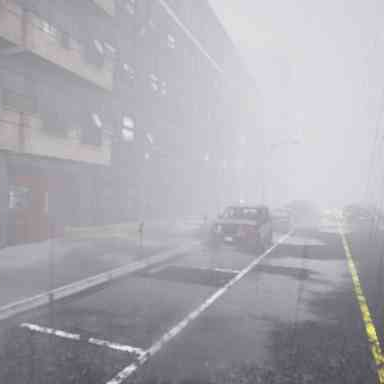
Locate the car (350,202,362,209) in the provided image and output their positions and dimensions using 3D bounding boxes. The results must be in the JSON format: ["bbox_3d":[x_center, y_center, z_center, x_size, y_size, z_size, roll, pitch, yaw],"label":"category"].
[{"bbox_3d":[34.188,2.883,69.385,1.802,1.307,4.206,1,-1,23],"label":"car"}]

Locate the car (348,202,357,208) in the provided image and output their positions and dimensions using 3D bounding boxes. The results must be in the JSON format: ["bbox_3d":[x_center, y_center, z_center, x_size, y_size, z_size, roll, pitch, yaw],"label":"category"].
[{"bbox_3d":[38.571,3.083,79.886,1.802,1.307,4.206,1,-1,23],"label":"car"}]

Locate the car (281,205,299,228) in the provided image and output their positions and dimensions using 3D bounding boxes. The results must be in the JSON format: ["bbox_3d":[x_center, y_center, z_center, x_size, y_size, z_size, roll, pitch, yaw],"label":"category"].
[{"bbox_3d":[6.735,1.901,25.363,2.008,1.369,4.403,1,0,23],"label":"car"}]

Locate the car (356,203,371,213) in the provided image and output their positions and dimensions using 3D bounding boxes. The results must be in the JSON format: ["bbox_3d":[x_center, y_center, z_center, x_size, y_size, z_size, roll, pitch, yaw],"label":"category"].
[{"bbox_3d":[27.615,2.549,53.634,1.887,1.381,4.507,1,-1,23],"label":"car"}]

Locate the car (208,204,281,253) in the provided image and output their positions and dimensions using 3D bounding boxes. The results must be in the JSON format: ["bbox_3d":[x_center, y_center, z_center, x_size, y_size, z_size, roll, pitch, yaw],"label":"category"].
[{"bbox_3d":[2.357,1.489,14.864,2.192,1.841,5.009,1,0,23],"label":"car"}]

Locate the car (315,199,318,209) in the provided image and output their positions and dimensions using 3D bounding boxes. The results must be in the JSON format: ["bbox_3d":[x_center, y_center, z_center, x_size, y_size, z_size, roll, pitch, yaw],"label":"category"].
[{"bbox_3d":[22.010,2.521,61.958,1.752,1.417,4.829,1,-1,23],"label":"car"}]

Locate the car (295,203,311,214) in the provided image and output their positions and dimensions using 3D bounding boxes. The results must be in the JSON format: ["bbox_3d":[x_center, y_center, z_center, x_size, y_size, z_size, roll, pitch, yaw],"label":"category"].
[{"bbox_3d":[15.436,2.234,46.209,1.752,1.417,4.829,1,-1,23],"label":"car"}]

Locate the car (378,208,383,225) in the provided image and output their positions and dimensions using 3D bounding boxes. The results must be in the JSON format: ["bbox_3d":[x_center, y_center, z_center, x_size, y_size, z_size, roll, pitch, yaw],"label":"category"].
[{"bbox_3d":[16.661,1.982,27.383,1.967,1.590,4.097,1,0,23],"label":"car"}]

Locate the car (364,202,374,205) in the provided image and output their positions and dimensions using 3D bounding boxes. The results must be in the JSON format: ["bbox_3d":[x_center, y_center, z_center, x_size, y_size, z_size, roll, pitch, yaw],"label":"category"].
[{"bbox_3d":[23.232,2.397,43.134,1.802,1.307,4.206,1,-1,23],"label":"car"}]

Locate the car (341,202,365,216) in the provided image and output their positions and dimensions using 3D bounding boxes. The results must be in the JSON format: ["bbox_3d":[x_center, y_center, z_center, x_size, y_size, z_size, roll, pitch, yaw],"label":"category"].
[{"bbox_3d":[18.436,2.160,38.502,1.882,1.535,5.008,1,0,23],"label":"car"}]

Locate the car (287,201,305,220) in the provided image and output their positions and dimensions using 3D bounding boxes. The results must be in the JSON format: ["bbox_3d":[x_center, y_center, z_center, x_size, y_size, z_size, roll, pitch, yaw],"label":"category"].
[{"bbox_3d":[8.930,1.878,30.615,1.967,1.590,4.097,1,0,23],"label":"car"}]

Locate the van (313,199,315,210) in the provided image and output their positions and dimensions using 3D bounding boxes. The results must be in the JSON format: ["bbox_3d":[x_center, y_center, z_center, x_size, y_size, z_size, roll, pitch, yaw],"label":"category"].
[{"bbox_3d":[17.697,2.146,51.615,1.690,1.788,3.998,1,-1,23],"label":"van"}]

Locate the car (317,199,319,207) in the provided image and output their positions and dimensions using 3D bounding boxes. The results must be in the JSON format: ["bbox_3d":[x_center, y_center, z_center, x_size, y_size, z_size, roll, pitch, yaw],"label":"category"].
[{"bbox_3d":[24.265,2.679,67.366,1.802,1.307,4.206,1,-1,23],"label":"car"}]

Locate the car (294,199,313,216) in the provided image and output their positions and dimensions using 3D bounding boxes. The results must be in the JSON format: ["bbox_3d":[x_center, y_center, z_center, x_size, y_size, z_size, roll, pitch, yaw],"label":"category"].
[{"bbox_3d":[13.315,1.933,41.116,2.192,1.841,5.009,1,0,23],"label":"car"}]

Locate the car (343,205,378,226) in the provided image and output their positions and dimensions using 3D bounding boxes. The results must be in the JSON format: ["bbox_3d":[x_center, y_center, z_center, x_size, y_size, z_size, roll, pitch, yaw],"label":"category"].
[{"bbox_3d":[14.192,2.072,28.268,1.994,1.385,4.181,1,-1,23],"label":"car"}]

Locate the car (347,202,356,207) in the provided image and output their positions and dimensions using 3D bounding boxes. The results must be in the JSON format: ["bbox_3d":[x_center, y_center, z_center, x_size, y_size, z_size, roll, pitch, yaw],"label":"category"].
[{"bbox_3d":[40.762,3.185,85.136,1.802,1.307,4.206,1,-1,23],"label":"car"}]
